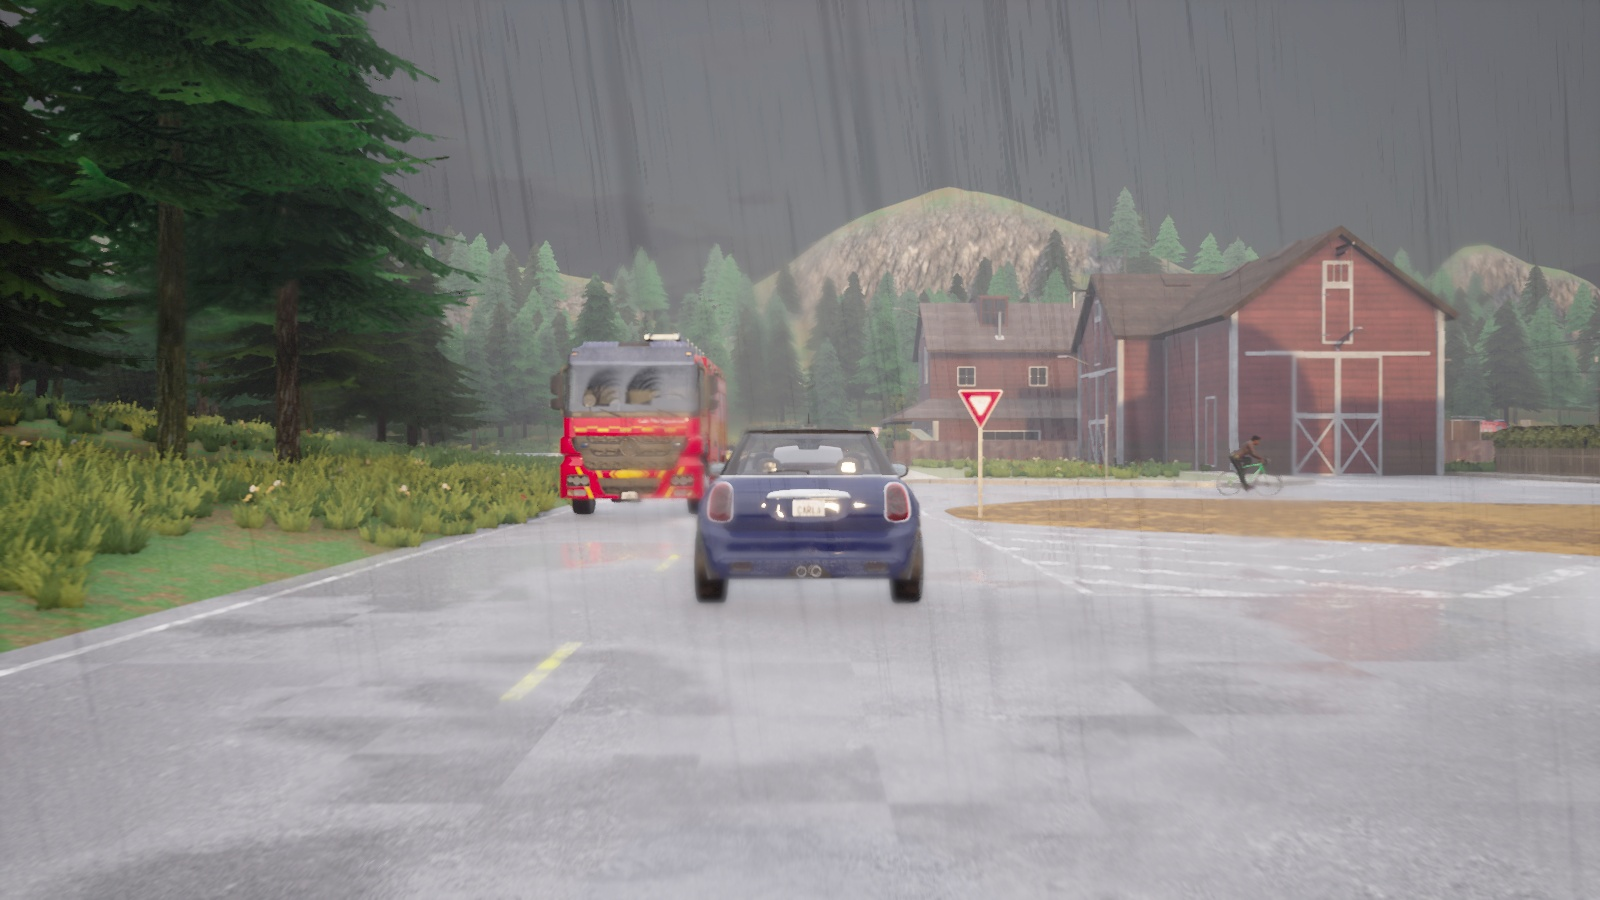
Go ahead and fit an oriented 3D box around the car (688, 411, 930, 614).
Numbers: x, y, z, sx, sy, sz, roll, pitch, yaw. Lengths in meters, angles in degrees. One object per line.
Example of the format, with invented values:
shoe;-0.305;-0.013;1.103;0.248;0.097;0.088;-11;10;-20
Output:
car;0.091;0.531;13.193;2.097;1.767;4.553;0;0;0

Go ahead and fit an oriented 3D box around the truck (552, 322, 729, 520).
truck;-3.322;-0.582;28.468;2.891;3.827;8.468;0;0;0

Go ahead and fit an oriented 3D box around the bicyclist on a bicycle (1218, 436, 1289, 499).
bicyclist on a bicycle;11.908;0.447;33.021;1.656;1.620;0.582;1;1;13
